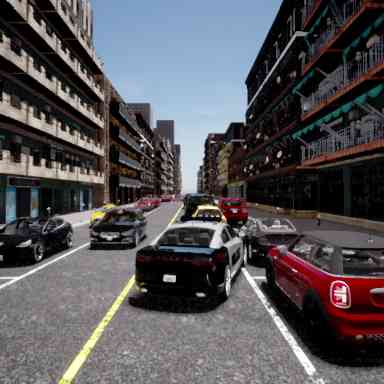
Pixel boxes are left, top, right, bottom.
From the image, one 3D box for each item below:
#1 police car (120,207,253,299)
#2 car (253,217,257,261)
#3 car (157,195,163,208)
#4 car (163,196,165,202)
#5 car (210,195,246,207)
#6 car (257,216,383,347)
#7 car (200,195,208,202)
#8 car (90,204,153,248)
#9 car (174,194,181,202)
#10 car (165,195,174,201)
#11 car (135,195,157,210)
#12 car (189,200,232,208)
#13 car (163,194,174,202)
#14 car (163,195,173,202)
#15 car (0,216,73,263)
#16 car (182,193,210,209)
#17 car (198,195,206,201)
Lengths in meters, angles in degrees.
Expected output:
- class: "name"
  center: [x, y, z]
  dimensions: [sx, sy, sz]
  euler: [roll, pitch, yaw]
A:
- class: "police car"
  center: [0.293, 1.425, 8.749]
  dimensions: [1.930, 1.638, 5.238]
  euler: [0, 0, 16]
- class: "car"
  center: [2.684, 1.551, 11.966]
  dimensions: [2.008, 1.369, 4.403]
  euler: [0, 0, 0]
- class: "car"
  center: [-5.719, 1.308, 45.784]
  dimensions: [2.192, 1.841, 5.009]
  euler: [0, 0, 0]
- class: "car"
  center: [-5.724, 1.573, 51.420]
  dimensions: [1.802, 1.307, 4.206]
  euler: [0, 0, 0]
- class: "car"
  center: [2.678, 1.314, 23.239]
  dimensions: [2.192, 1.841, 5.009]
  euler: [0, 0, 0]
- class: "car"
  center: [2.688, 1.440, 6.331]
  dimensions: [1.967, 1.590, 4.097]
  euler: [0, 0, 0]
- class: "car"
  center: [2.641, 1.507, 74.137]
  dimensions: [1.752, 1.417, 4.829]
  euler: [0, 0, 0]
- class: "car"
  center: [-3.109, 1.505, 14.954]
  dimensions: [1.837, 1.490, 4.892]
  euler: [0, 0, 0]
- class: "car"
  center: [-3.051, 1.334, 74.648]
  dimensions: [2.097, 1.767, 4.553]
  euler: [0, 0, 0]
- class: "car"
  center: [-5.747, 1.522, 85.238]
  dimensions: [1.887, 1.381, 4.507]
  euler: [0, 0, 0]
- class: "car"
  center: [-5.716, 1.435, 40.147]
  dimensions: [1.967, 1.590, 4.097]
  euler: [0, 0, 0]
- class: "car"
  center: [0.888, 1.455, 18.653]
  dimensions: [1.801, 1.575, 5.366]
  euler: [0, 0, 0]
- class: "car"
  center: [-5.738, 1.297, 73.965]
  dimensions: [2.192, 1.841, 5.009]
  euler: [0, 0, 0]
- class: "car"
  center: [-5.743, 1.420, 79.601]
  dimensions: [1.967, 1.590, 4.097]
  euler: [0, 0, 0]
- class: "car"
  center: [-5.697, 1.566, 11.964]
  dimensions: [1.947, 1.339, 4.313]
  euler: [0, 0, 0]
- class: "car"
  center: [0.561, 1.218, 24.450]
  dimensions: [2.150, 2.045, 5.566]
  euler: [0, 0, -3]
- class: "car"
  center: [2.633, 1.521, 85.240]
  dimensions: [1.887, 1.381, 4.507]
  euler: [0, 0, 0]
